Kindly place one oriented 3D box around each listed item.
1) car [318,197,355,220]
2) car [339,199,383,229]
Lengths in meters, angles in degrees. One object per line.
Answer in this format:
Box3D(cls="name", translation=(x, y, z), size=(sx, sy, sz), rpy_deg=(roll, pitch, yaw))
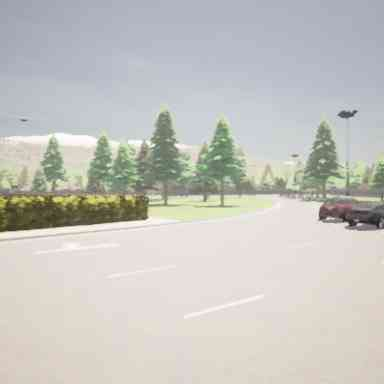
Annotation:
Box3D(cls="car", translation=(11.527, 1.209, 24.855), size=(4.553, 1.767, 2.097), rpy_deg=(0, 0, -35))
Box3D(cls="car", translation=(11.433, 1.378, 20.492), size=(4.892, 1.490, 1.837), rpy_deg=(-1, 0, -35))
